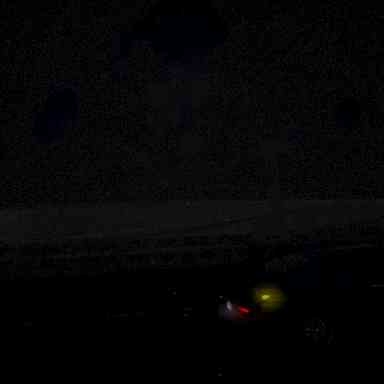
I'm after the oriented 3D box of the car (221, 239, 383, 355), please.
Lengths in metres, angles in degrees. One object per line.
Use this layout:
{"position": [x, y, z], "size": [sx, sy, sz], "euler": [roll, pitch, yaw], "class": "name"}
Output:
{"position": [2.842, 1.585, 5.858], "size": [4.674, 1.442, 1.812], "euler": [-2, -1, -12], "class": "car"}
